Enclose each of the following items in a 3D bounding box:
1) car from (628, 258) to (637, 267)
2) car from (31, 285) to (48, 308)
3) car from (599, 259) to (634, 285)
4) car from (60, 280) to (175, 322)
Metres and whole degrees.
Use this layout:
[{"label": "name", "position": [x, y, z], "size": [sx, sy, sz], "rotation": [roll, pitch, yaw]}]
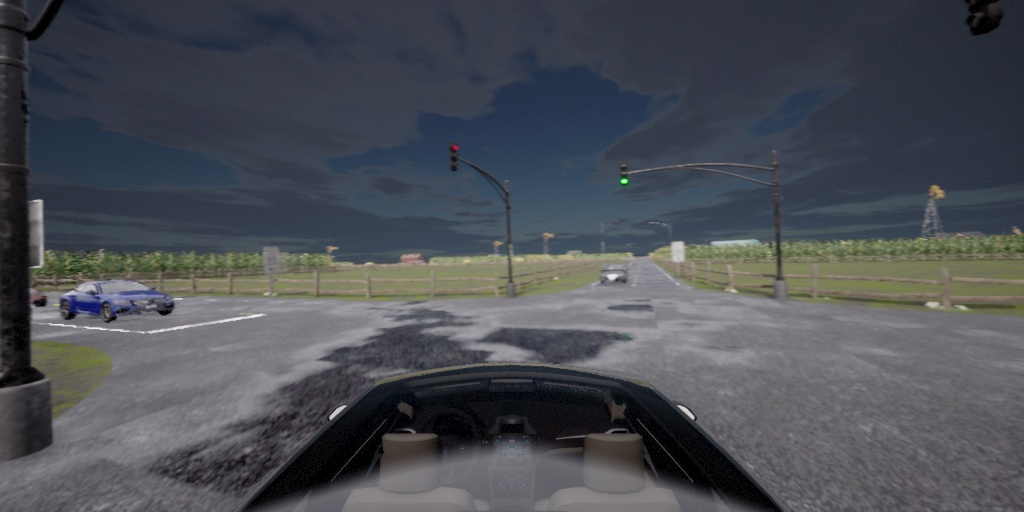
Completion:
[{"label": "car", "position": [20.123, 1.107, 60.826], "size": [1.812, 1.442, 4.674], "rotation": [-2, -1, 20]}, {"label": "car", "position": [-24.998, 1.932, 17.511], "size": [4.181, 1.385, 1.994], "rotation": [-1, -1, 20]}, {"label": "car", "position": [7.712, 1.279, 26.935], "size": [2.128, 1.511, 4.902], "rotation": [-2, -1, 20]}, {"label": "car", "position": [-15.552, 1.671, 14.082], "size": [4.674, 1.442, 1.812], "rotation": [-1, -1, 20]}]
